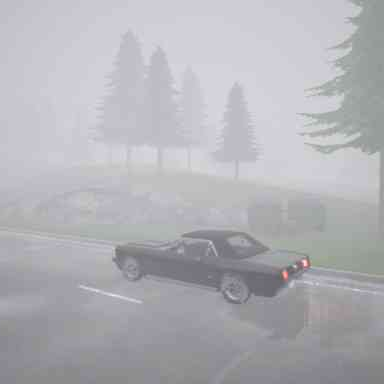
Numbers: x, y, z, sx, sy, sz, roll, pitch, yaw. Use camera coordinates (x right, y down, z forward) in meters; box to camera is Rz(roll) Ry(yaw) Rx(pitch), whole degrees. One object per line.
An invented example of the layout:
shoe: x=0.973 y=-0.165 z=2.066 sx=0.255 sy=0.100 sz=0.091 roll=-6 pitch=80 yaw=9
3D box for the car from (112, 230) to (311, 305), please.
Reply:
car: x=0.249 y=1.600 z=8.115 sx=4.718 sy=1.301 sz=1.895 roll=0 pitch=0 yaw=35
